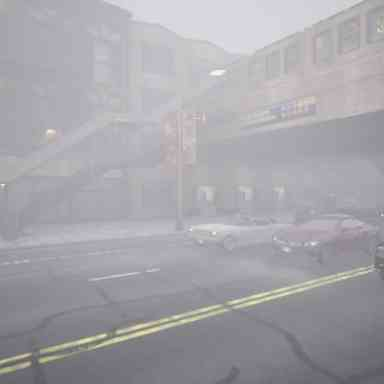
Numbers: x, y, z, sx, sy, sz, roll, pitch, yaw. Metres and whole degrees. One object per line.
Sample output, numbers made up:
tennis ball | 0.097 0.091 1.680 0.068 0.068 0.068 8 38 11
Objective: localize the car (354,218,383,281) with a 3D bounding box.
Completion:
car | 6.482 1.492 8.368 4.902 1.511 2.128 0 0 -35

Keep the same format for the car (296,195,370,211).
car | 9.494 1.229 22.981 5.566 2.045 2.435 0 0 -36

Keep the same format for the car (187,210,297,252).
car | 2.146 1.601 14.118 4.718 1.301 1.895 0 0 -35

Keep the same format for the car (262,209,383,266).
car | 4.847 1.526 11.730 4.674 1.442 1.812 0 0 -36

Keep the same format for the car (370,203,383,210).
car | 15.491 1.595 27.309 4.718 1.301 1.895 0 0 -36
